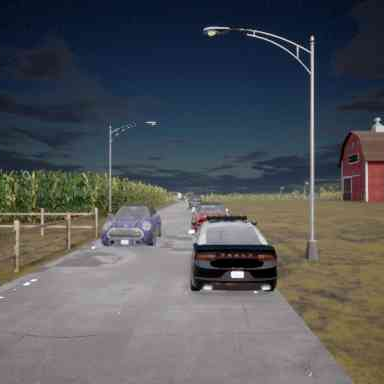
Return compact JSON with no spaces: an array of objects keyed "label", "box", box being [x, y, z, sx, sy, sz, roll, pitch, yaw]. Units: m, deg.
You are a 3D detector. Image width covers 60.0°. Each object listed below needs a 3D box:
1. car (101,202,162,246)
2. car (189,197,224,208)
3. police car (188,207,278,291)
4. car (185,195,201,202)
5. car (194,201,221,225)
[{"label":"car","box":[-2.580,1.362,15.161,2.097,1.767,4.553,0,0,1]},{"label":"car","box":[1.036,1.366,19.002,2.097,1.767,4.553,0,0,1]},{"label":"police car","box":[0.926,1.430,9.140,1.930,1.638,5.238,0,0,1]},{"label":"car","box":[0.532,1.597,46.473,2.128,1.511,4.902,0,0,1]},{"label":"car","box":[1.105,1.527,25.033,1.837,1.490,4.892,0,0,1]}]
